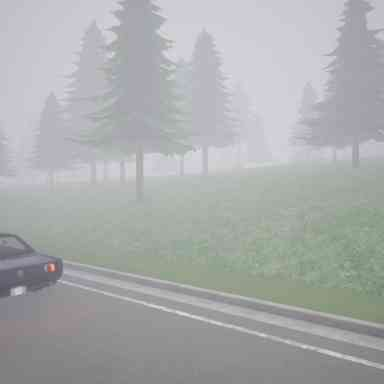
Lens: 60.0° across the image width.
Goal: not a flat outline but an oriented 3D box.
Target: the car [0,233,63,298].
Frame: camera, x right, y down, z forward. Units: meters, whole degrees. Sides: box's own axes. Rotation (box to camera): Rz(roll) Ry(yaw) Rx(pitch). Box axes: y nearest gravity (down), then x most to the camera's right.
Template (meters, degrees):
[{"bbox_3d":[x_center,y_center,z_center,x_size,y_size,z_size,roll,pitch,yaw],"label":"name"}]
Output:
[{"bbox_3d":[-5.120,1.601,7.646,4.718,1.301,1.895,0,0,36],"label":"car"}]
